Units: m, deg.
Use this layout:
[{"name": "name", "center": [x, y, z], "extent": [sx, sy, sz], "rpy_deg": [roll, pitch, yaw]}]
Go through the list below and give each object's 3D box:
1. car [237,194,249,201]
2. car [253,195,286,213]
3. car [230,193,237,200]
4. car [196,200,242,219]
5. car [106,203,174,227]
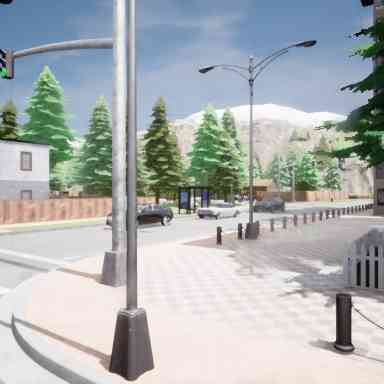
[{"name": "car", "center": [13.001, 1.144, 77.963], "extent": [1.932, 1.855, 4.605], "rpy_deg": [0, 0, 36]}, {"name": "car", "center": [8.594, 1.337, 36.734], "extent": [2.097, 1.767, 4.553], "rpy_deg": [0, 0, 38]}, {"name": "car", "center": [10.737, 1.146, 79.124], "extent": [1.905, 1.878, 3.866], "rpy_deg": [0, 0, 36]}, {"name": "car", "center": [2.399, 1.586, 28.628], "extent": [1.895, 1.301, 4.718], "rpy_deg": [0, 0, 37]}, {"name": "car", "center": [-3.223, 1.476, 21.240], "extent": [2.128, 1.511, 4.902], "rpy_deg": [0, 0, 37]}]
